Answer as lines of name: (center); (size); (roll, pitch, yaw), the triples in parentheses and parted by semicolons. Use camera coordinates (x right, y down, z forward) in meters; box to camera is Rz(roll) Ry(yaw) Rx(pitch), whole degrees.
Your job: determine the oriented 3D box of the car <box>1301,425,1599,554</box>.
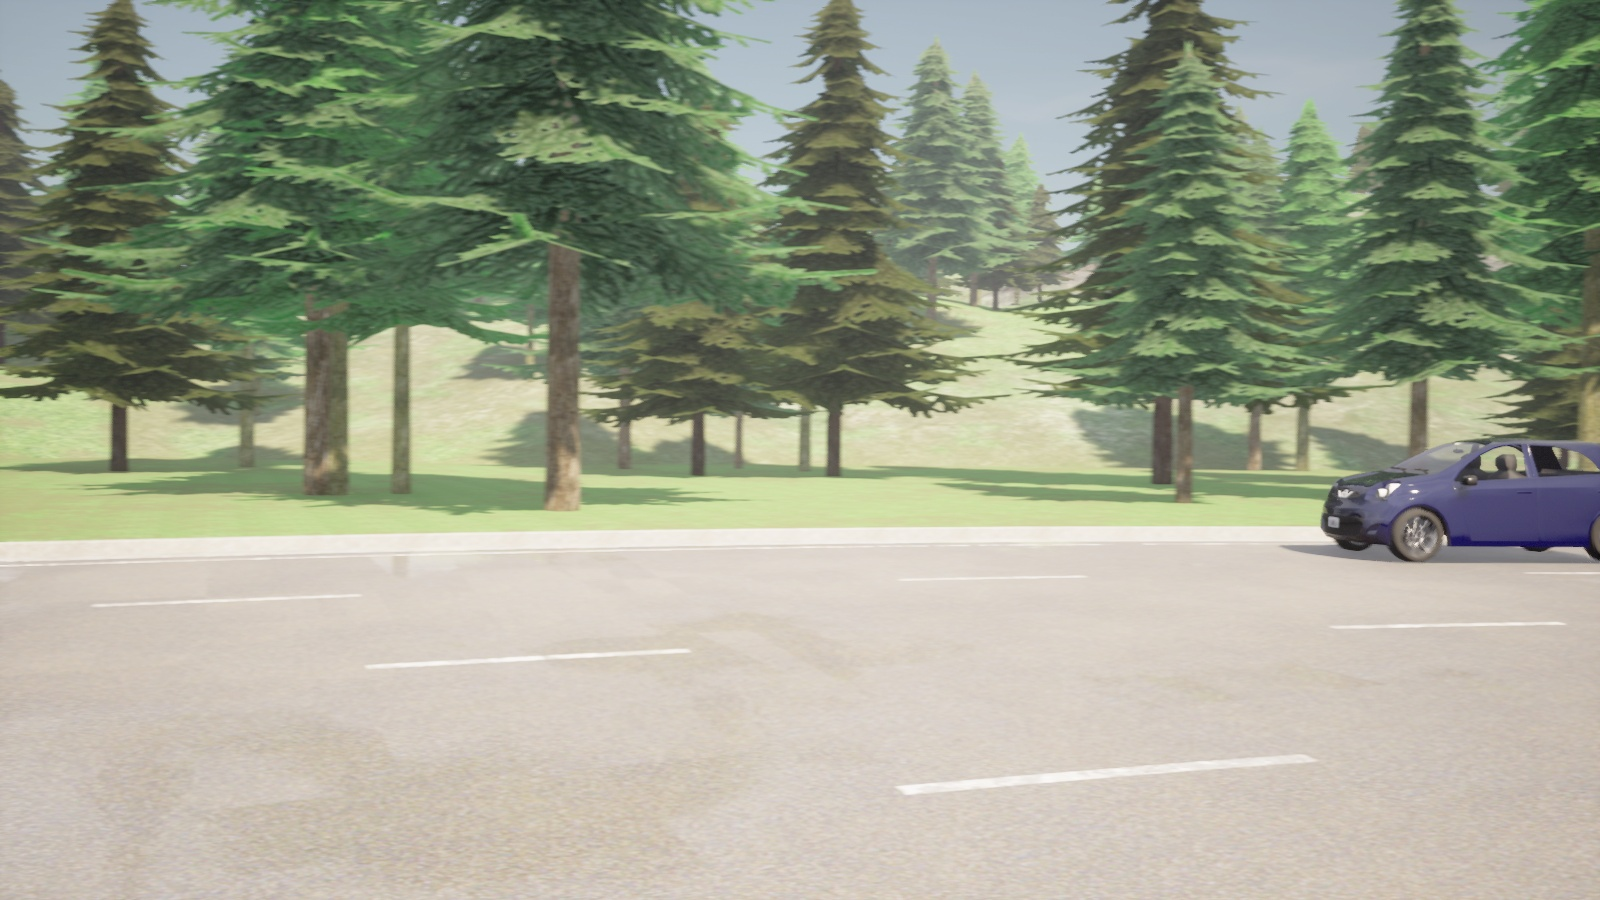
car: (8.540, 0.450, 15.890); (3.633, 1.501, 1.845); (-1, 1, -4)
